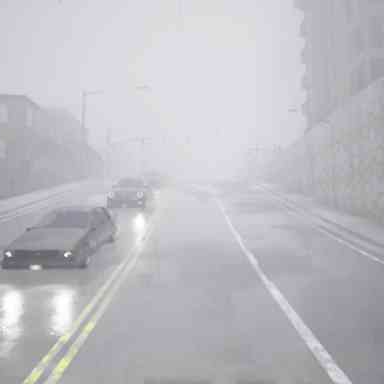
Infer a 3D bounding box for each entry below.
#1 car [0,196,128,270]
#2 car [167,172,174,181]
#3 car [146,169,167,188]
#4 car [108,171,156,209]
[{"bbox_3d":[-3.617,1.166,10.321,2.033,1.411,5.357,0,4,0],"label":"car"},{"bbox_3d":[-3.585,-1.946,45.230,1.812,1.442,4.674,0,0,0],"label":"car"},{"bbox_3d":[-3.604,-1.235,30.145,1.837,1.490,4.892,0,7,0],"label":"car"},{"bbox_3d":[-3.624,-0.101,20.021,2.097,1.767,4.553,0,7,0],"label":"car"}]
